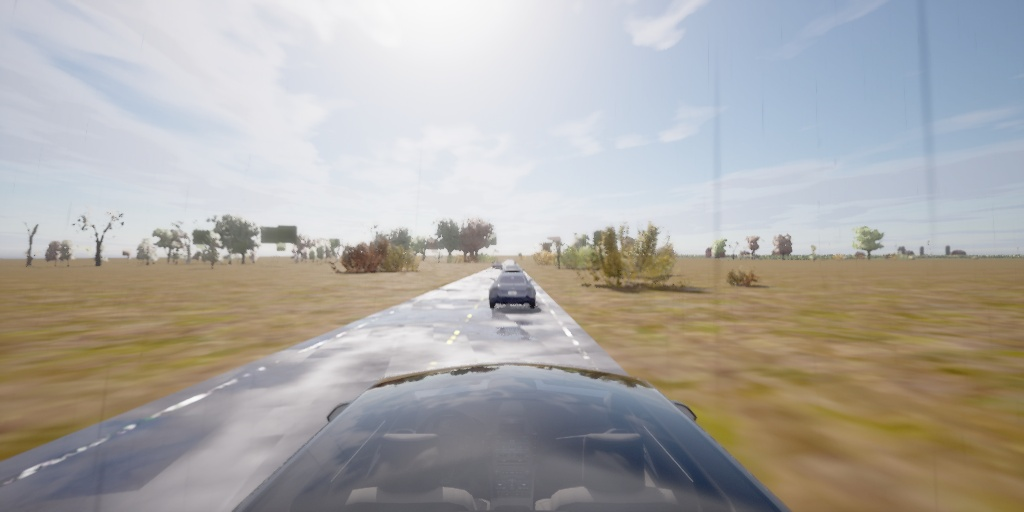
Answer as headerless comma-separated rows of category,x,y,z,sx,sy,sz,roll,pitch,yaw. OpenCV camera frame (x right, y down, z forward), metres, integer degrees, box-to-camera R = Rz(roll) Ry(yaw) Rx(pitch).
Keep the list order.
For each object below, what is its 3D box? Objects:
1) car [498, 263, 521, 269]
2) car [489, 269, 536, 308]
car,0.031,1.526,31.150,1.837,1.490,4.892,0,0,0
car,0.018,1.448,16.128,1.994,1.385,4.181,0,0,0
